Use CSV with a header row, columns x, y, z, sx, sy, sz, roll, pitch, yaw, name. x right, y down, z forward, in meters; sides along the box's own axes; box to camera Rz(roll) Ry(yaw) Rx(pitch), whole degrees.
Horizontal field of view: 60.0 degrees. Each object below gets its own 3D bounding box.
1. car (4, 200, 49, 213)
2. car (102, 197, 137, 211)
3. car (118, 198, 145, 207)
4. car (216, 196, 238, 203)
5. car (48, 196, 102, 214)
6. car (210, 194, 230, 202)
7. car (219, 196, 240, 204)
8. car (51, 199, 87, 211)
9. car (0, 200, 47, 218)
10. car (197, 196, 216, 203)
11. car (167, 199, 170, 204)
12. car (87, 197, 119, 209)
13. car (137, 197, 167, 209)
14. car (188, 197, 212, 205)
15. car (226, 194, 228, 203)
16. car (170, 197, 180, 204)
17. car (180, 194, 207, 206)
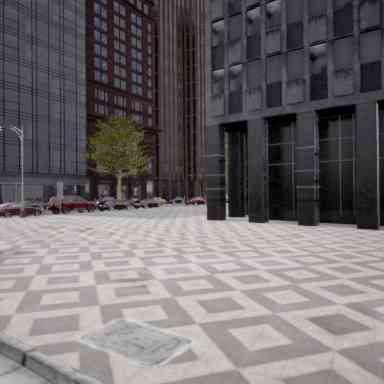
x,y,z,sx,sy,sz,roll,pitch,yaw,name
-19.173,1.641,38.760,1.947,1.339,4.313,-1,0,35,car
-8.956,1.524,38.570,1.947,1.339,4.313,-1,0,35,car
-9.584,1.612,52.697,1.802,1.307,4.206,-1,0,35,car
7.141,1.469,66.503,2.033,1.411,5.357,-1,0,35,car
-12.154,1.289,33.926,2.192,1.841,5.009,-1,0,35,car
6.397,1.295,75.929,2.192,1.841,5.009,-1,0,35,car
7.024,1.463,61.797,1.947,1.339,4.313,-1,0,35,car
-15.977,1.641,43.405,1.802,1.307,4.206,-1,0,35,car
-15.348,1.576,29.279,1.802,1.307,4.206,-1,0,35,car
3.202,1.534,71.282,1.887,1.381,4.507,-1,0,35,car
-6.484,1.544,57.203,1.752,1.417,4.829,-1,0,35,car
-12.782,1.483,48.051,1.967,1.590,4.097,-1,0,35,car
-5.760,1.508,43.215,1.947,1.339,4.313,-1,0,35,car
1.478,1.539,58.274,1.895,1.301,4.718,-1,0,34,car
3.826,1.222,57.154,2.192,1.841,5.009,-1,0,35,car
-3.191,1.574,61.990,1.947,1.339,4.313,-1,0,35,car
0.631,1.462,52.507,1.887,1.381,4.507,-1,0,35,car
